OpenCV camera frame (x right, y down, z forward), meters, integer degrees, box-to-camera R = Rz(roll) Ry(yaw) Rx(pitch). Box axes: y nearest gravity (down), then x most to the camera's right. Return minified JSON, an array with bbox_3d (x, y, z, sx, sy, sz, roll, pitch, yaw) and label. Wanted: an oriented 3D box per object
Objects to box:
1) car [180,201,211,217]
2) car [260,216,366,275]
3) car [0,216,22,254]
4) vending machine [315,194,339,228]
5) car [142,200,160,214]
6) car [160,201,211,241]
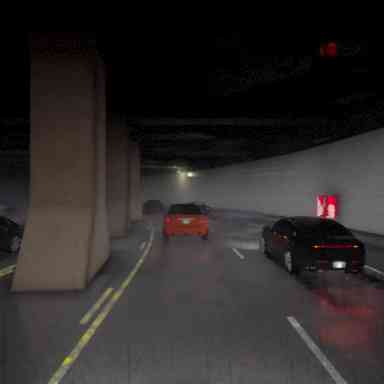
[{"bbox_3d":[0.267,1.603,32.966,1.895,1.301,4.718,0,0,-15],"label":"car"},{"bbox_3d":[3.489,1.505,10.458,1.837,1.490,4.892,0,0,-2],"label":"car"},{"bbox_3d":[-7.273,1.506,10.631,1.837,1.490,4.892,0,0,-2],"label":"car"},{"bbox_3d":[8.596,1.196,21.188,1.100,2.100,0.880,0,0,-7],"label":"vending machine"},{"bbox_3d":[-4.099,1.528,35.372,1.812,1.442,4.674,0,0,-17],"label":"car"},{"bbox_3d":[-0.462,1.353,16.974,2.097,1.767,4.553,0,0,-5],"label":"car"}]
